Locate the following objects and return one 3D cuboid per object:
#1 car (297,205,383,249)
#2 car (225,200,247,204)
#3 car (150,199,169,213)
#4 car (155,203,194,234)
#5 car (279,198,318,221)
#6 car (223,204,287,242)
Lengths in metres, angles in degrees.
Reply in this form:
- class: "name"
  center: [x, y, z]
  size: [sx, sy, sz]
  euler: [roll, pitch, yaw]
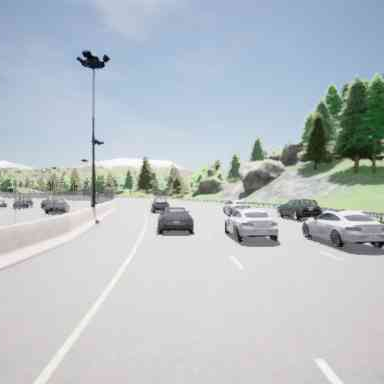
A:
- class: "car"
  center: [6.451, 1.505, 14.424]
  size: [1.812, 1.442, 4.674]
  euler: [0, 0, -4]
- class: "car"
  center: [4.342, 1.500, 32.412]
  size: [1.812, 1.442, 4.674]
  euler: [0, 0, -9]
- class: "car"
  center: [-3.594, 1.479, 37.128]
  size: [2.128, 1.511, 4.902]
  euler: [0, 0, -11]
- class: "car"
  center: [-1.020, 1.556, 19.460]
  size: [1.994, 1.385, 4.181]
  euler: [0, 0, -6]
- class: "car"
  center: [8.650, 1.320, 27.057]
  size: [2.097, 1.767, 4.553]
  euler: [0, 0, -7]
- class: "car"
  center: [2.792, 1.511, 16.278]
  size: [1.812, 1.442, 4.674]
  euler: [0, 0, -5]
